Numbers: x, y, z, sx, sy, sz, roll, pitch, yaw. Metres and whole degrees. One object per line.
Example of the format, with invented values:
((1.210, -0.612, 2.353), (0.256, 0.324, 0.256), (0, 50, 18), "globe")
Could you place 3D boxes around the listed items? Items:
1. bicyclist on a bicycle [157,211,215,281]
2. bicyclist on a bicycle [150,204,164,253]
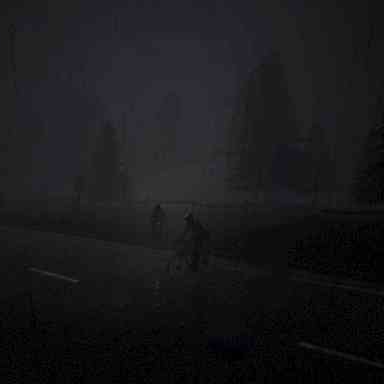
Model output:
((0.030, 1.361, 8.338), (1.656, 1.620, 0.582), (2, 0, -43), "bicyclist on a bicycle")
((-1.219, 1.220, 11.827), (0.582, 1.620, 1.656), (3, 10, -1), "bicyclist on a bicycle")
